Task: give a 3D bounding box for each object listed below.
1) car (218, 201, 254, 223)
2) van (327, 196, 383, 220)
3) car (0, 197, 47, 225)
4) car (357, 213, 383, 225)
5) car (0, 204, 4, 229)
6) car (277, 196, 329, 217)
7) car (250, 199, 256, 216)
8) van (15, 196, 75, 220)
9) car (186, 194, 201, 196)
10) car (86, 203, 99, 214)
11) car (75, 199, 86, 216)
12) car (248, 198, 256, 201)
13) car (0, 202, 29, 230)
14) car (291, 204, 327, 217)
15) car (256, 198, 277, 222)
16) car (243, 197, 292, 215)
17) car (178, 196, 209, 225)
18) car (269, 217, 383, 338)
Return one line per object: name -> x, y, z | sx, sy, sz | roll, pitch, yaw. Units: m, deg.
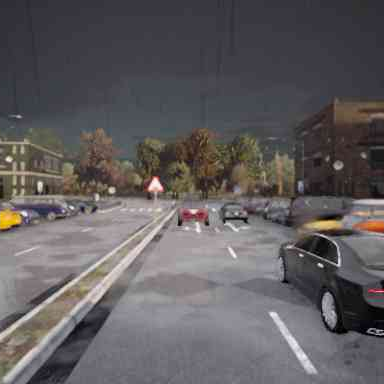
car -> 3.105, 1.571, 25.637 | 2.033, 1.411, 5.357 | 0, 0, 0
van -> 7.523, 1.262, 11.891 | 4.442, 1.987, 1.878 | 0, 0, 0
car -> -12.555, 1.384, 22.019 | 4.553, 1.767, 2.185 | 0, 0, 0
car -> 7.645, 1.484, 9.133 | 5.008, 1.535, 2.097 | 0, 0, 0
car -> -12.534, 1.499, 16.460 | 4.892, 1.521, 2.231 | 0, 0, 0
car -> 7.668, 1.244, 17.406 | 5.566, 2.045, 2.435 | 0, 0, 0
car -> 7.636, 1.541, 28.439 | 4.674, 1.452, 2.002 | 0, 0, 0
van -> -12.403, 1.289, 27.455 | 4.442, 1.987, 1.878 | 0, 0, 0
car -> 0.228, 1.209, 41.000 | 2.150, 2.045, 5.566 | 0, 0, 3
car -> -12.484, 1.519, 35.798 | 4.792, 1.488, 2.163 | 0, 0, 0
car -> -12.549, 1.384, 30.363 | 4.553, 1.767, 2.185 | 0, 0, 0
car -> 7.644, 1.498, 31.195 | 5.008, 1.535, 2.097 | 0, 0, 0
car -> -12.520, 1.503, 19.114 | 5.008, 1.535, 2.097 | 0, 0, 0
car -> 7.454, 1.489, 14.648 | 5.366, 1.575, 1.946 | 0, 0, 0
car -> 7.608, 1.378, 25.681 | 4.553, 1.767, 2.185 | 0, 0, 0
car -> 7.608, 1.365, 33.957 | 4.553, 1.767, 2.185 | 0, 0, 0
car -> 0.099, 1.374, 24.054 | 2.097, 1.767, 4.553 | 0, 0, 0
car -> 3.101, 1.507, 6.714 | 1.837, 1.490, 4.892 | 0, 0, 0
